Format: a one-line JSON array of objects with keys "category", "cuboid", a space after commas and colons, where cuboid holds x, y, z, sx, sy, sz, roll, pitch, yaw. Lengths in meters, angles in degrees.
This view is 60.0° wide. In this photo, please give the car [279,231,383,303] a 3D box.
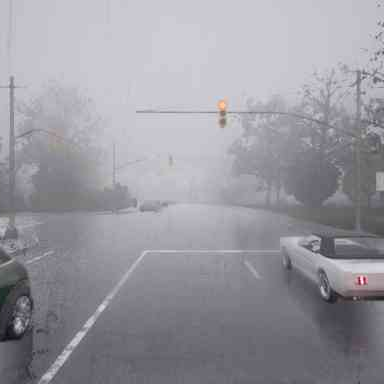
[{"category": "car", "cuboid": [3.598, 1.601, 8.170, 1.895, 1.301, 4.718, 0, 0, 0]}]

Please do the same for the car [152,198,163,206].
[{"category": "car", "cuboid": [-7.088, 2.014, 67.861, 1.882, 1.535, 5.008, 0, -1, -12]}]

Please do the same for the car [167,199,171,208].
[{"category": "car", "cuboid": [-4.826, 1.693, 53.100, 1.882, 1.535, 5.008, 0, -1, -7]}]

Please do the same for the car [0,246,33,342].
[{"category": "car", "cuboid": [-3.601, 1.352, 3.430, 2.097, 1.767, 4.553, 0, 0, 0]}]

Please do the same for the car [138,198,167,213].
[{"category": "car", "cuboid": [-4.425, 1.527, 36.865, 1.837, 1.490, 4.892, 1, 0, 8]}]

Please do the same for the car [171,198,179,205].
[{"category": "car", "cuboid": [-4.979, 2.248, 73.788, 1.895, 1.301, 4.718, 0, -1, -19]}]

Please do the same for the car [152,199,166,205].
[{"category": "car", "cuboid": [-8.238, 2.461, 83.113, 1.895, 1.301, 4.718, 0, -1, -25]}]
